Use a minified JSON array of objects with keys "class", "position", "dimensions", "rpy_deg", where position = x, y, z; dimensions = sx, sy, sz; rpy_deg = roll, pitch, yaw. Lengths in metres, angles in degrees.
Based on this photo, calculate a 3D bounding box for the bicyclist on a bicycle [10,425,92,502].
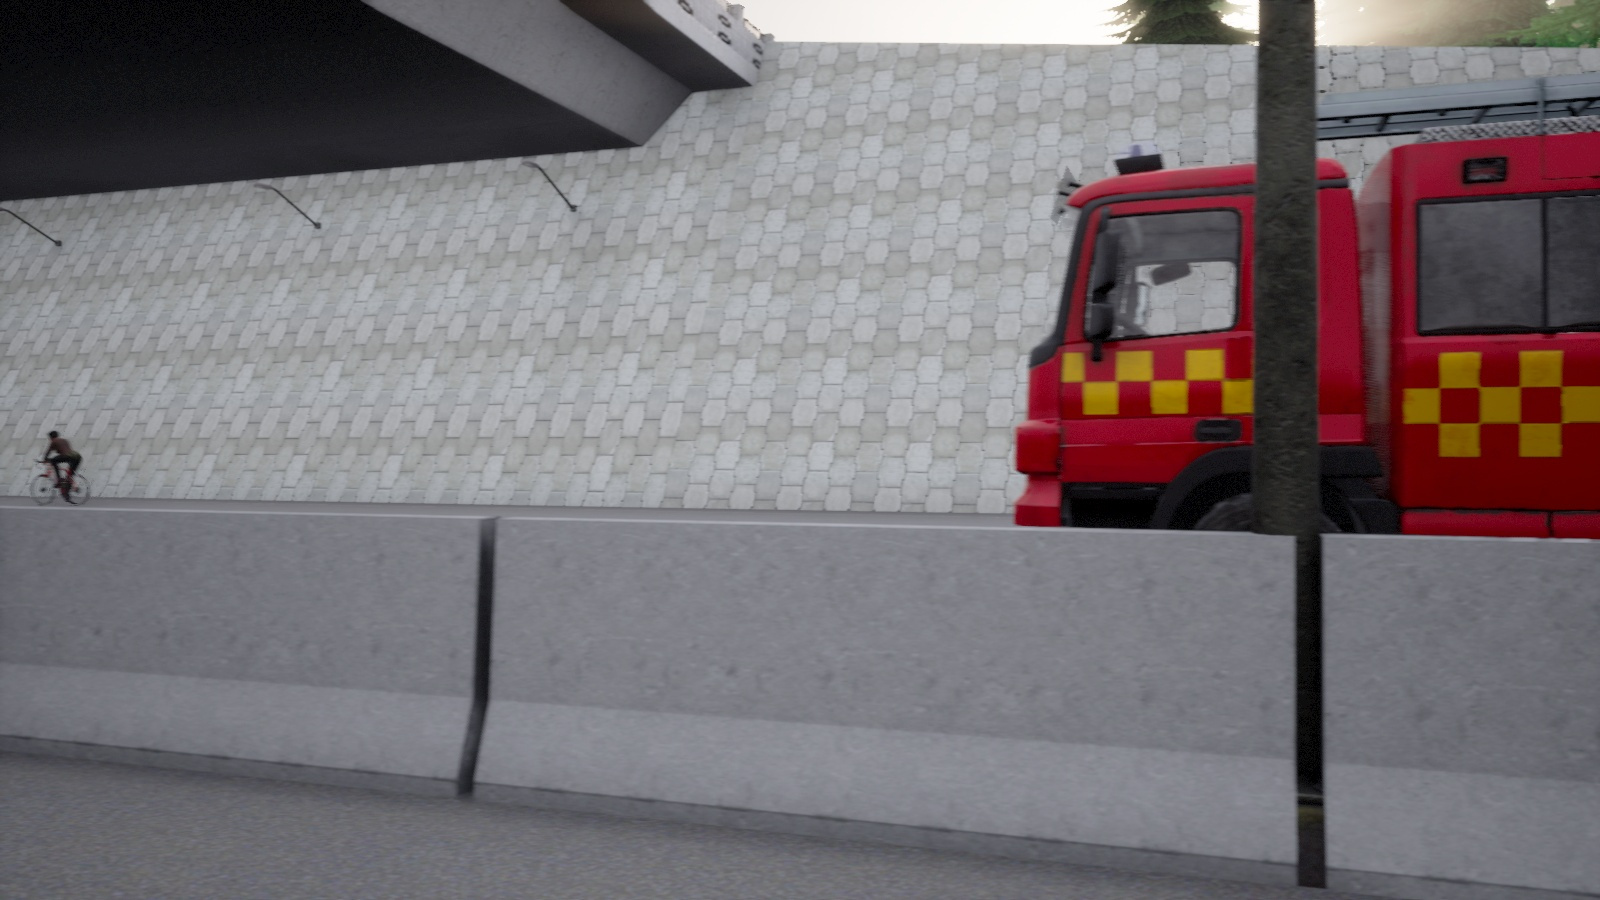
[{"class":"bicyclist on a bicycle","position":[-16.157,0.285,27.090],"dimensions":[1.656,1.620,0.582],"rpy_deg":[0,1,19]}]

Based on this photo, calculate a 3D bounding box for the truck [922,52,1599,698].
[{"class":"truck","position":[5.337,-0.459,8.765],"dimensions":[8.468,3.827,2.891],"rpy_deg":[1,1,19]}]
